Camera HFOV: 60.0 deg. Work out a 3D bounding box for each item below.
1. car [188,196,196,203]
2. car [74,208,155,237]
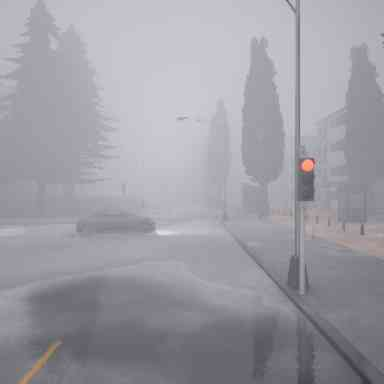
[{"bbox_3d":[-0.014,1.663,72.301,1.882,1.535,5.008,0,0,0],"label":"car"},{"bbox_3d":[-4.095,1.564,17.839,4.181,1.385,1.994,0,0,-18],"label":"car"}]
